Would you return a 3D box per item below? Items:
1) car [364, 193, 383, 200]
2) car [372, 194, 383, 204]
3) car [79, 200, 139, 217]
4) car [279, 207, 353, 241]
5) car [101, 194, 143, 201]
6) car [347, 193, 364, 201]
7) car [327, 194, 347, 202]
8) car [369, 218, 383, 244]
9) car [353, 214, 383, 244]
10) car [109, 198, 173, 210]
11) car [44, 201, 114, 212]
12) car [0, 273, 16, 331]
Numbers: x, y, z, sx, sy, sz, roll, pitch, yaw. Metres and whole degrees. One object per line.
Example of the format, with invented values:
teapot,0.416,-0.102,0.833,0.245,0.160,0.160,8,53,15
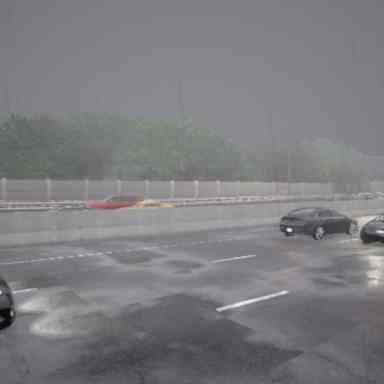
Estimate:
car,24.812,0.995,42.930,4.553,1.767,2.097,-1,1,-35
car,29.549,1.015,50.480,4.892,1.490,1.837,-2,1,-34
car,-8.084,1.567,32.606,5.357,1.411,2.033,0,0,-35
car,6.539,1.520,16.987,4.892,1.490,1.837,0,0,-35
car,-6.715,1.243,29.285,5.566,2.045,2.150,0,0,-35
car,27.526,1.010,53.319,4.892,1.490,1.837,-1,1,-34
car,24.948,1.065,55.782,5.357,1.411,2.033,-1,1,-34
car,7.139,1.518,8.953,4.902,1.511,2.128,0,0,-35
car,9.274,1.576,14.636,4.181,1.385,1.994,0,0,-35
car,-3.852,1.498,27.024,5.008,1.535,1.882,0,0,-35
car,-7.626,1.508,20.045,4.902,1.511,2.128,0,0,-35
car,-4.815,1.558,4.608,4.181,1.385,1.994,0,0,-36
